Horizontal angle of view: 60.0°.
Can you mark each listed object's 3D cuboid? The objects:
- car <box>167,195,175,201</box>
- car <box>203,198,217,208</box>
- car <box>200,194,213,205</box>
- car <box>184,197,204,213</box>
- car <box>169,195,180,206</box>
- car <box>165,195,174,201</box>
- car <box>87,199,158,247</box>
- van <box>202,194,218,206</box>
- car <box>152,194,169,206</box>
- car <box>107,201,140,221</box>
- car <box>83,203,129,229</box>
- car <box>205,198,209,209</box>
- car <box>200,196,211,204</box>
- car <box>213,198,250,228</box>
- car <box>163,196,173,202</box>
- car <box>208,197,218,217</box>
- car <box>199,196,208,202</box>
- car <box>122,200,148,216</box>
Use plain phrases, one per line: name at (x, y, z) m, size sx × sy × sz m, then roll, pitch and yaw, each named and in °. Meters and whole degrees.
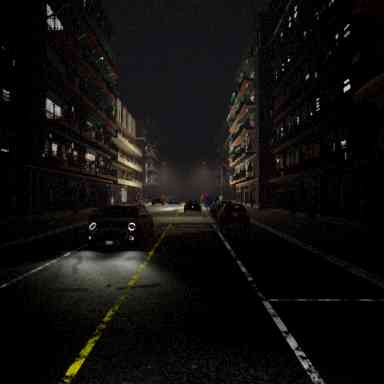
car at (-5.685, 1.606, 90.487) m, size 1.887 × 1.381 × 4.507 m, roll 1°, pitch 0°, yaw 0°
car at (2.697, 1.609, 50.817) m, size 1.802 × 1.307 × 4.206 m, roll 1°, pitch 0°, yaw 0°
car at (2.700, 1.351, 62.140) m, size 2.192 × 1.841 × 5.009 m, roll 1°, pitch 0°, yaw 0°
car at (0.088, 1.582, 38.054) m, size 1.994 × 1.385 × 4.181 m, roll 0°, pitch 0°, yaw 0°
car at (-3.084, 1.557, 56.927) m, size 1.812 × 1.442 × 4.674 m, roll 0°, pitch 0°, yaw 0°
car at (-5.685, 1.581, 84.657) m, size 1.752 × 1.417 × 4.829 m, roll 1°, pitch 0°, yaw 0°
car at (-3.056, 1.359, 15.012) m, size 2.097 × 1.767 × 4.553 m, roll 0°, pitch 0°, yaw 3°
van at (2.701, 1.363, 45.156) m, size 1.690 × 1.788 × 3.998 m, roll 1°, pitch 0°, yaw 0°
car at (-5.679, 1.346, 56.518) m, size 2.192 × 1.841 × 5.009 m, roll 1°, pitch 0°, yaw 0°
car at (-5.680, 1.538, 28.040) m, size 1.752 × 1.417 × 4.829 m, roll 1°, pitch 0°, yaw 0°
car at (-5.680, 1.555, 22.549) m, size 1.887 × 1.381 × 4.507 m, roll 1°, pitch 0°, yaw 0°
car at (2.699, 1.566, 33.832) m, size 2.008 × 1.369 × 4.403 m, roll 1°, pitch 0°, yaw 0°
car at (2.696, 1.607, 67.802) m, size 1.947 × 1.339 × 4.313 m, roll 1°, pitch 0°, yaw 0°
car at (2.702, 1.450, 22.509) m, size 1.967 × 1.590 × 4.097 m, roll 1°, pitch 0°, yaw 0°
car at (-5.684, 1.601, 79.164) m, size 2.008 × 1.369 × 4.403 m, roll 1°, pitch 0°, yaw 0°
car at (2.701, 1.453, 28.170) m, size 1.967 × 1.590 × 4.097 m, roll 1°, pitch 0°, yaw 0°
car at (2.696, 1.601, 79.126) m, size 2.008 × 1.369 × 4.403 m, roll 1°, pitch 0°, yaw 0°
car at (-5.681, 1.541, 33.702) m, size 1.752 × 1.417 × 4.829 m, roll 1°, pitch 0°, yaw 0°
